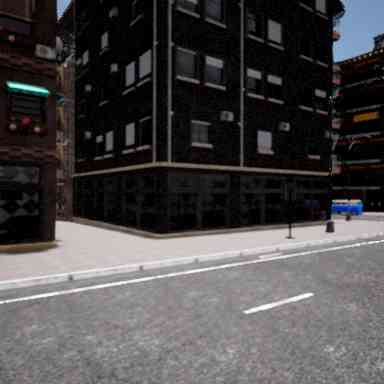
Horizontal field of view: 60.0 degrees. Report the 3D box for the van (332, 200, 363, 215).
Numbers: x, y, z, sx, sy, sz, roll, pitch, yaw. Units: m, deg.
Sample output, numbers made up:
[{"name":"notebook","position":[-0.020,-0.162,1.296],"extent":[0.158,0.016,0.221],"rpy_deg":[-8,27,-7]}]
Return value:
[{"name":"van","position":[18.788,1.885,40.854],"extent":[1.690,1.788,3.998],"rpy_deg":[-1,0,-36]}]
